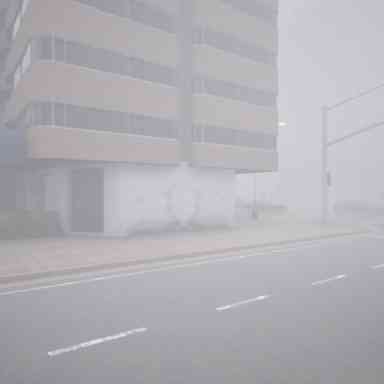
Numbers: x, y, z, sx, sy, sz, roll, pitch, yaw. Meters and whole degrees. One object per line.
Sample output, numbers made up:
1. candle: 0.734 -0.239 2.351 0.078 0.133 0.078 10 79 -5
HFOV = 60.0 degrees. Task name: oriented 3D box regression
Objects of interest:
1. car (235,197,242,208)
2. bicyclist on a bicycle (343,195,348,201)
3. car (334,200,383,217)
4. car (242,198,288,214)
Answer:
1. car: 6.461 1.491 44.513 2.128 1.511 4.902 0 0 -36
2. bicyclist on a bicycle: 22.040 1.301 47.694 1.656 1.620 0.582 0 0 -36
3. car: 15.987 1.491 31.527 2.128 1.511 4.902 0 0 -38
4. car: 8.059 1.601 36.349 1.895 1.301 4.718 0 0 -36
